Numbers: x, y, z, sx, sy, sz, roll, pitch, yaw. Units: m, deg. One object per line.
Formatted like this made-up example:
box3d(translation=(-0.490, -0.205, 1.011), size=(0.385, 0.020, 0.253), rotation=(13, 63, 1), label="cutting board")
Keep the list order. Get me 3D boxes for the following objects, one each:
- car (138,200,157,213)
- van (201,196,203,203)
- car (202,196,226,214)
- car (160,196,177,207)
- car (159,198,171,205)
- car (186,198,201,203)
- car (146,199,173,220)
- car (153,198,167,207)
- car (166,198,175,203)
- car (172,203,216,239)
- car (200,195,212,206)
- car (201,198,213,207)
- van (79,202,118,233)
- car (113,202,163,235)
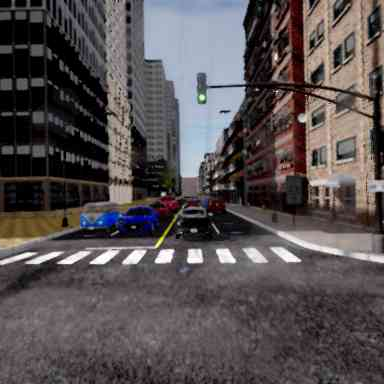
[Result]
box3d(translation=(-5.714, 1.866, 42.970), size=(1.752, 1.417, 4.829), rotation=(-1, 0, 0), label="car")
box3d(translation=(2.659, 1.577, 54.246), size=(1.690, 1.788, 3.998), rotation=(-1, 0, 0), label="van")
box3d(translation=(2.660, 1.448, 37.594), size=(2.192, 1.841, 5.009), rotation=(-1, 0, 0), label="car")
box3d(translation=(-3.086, 1.508, 43.410), size=(2.150, 2.045, 5.566), rotation=(-1, 0, 0), label="car")
box3d(translation=(-5.716, 2.068, 70.894), size=(2.008, 1.369, 4.403), rotation=(-1, 0, 0), label="car")
box3d(translation=(-0.021, 1.832, 50.440), size=(1.994, 1.385, 4.181), rotation=(-1, 0, 0), label="car")
box3d(translation=(-3.104, 1.686, 30.229), size=(1.882, 1.535, 5.008), rotation=(-1, 0, 0), label="car")
box3d(translation=(-5.718, 1.886, 59.793), size=(1.967, 1.590, 4.097), rotation=(-1, 0, 0), label="car")
box3d(translation=(-5.718, 2.178, 87.546), size=(2.008, 1.369, 4.403), rotation=(-1, 0, 0), label="car")
box3d(translation=(0.082, 1.572, 18.024), size=(1.837, 1.490, 4.892), rotation=(-1, 0, 0), label="car")
box3d(translation=(2.657, 1.622, 65.347), size=(2.192, 1.841, 5.009), rotation=(-1, 0, 0), label="car")
box3d(translation=(2.664, 1.822, 59.795), size=(2.008, 1.369, 4.403), rotation=(-1, 0, 0), label="car")
box3d(translation=(-5.716, 1.547, 20.938), size=(1.690, 1.788, 3.998), rotation=(-1, 0, 0), label="van")
box3d(translation=(-3.111, 1.625, 20.219), size=(1.882, 1.535, 5.008), rotation=(-1, 0, 0), label="car")
